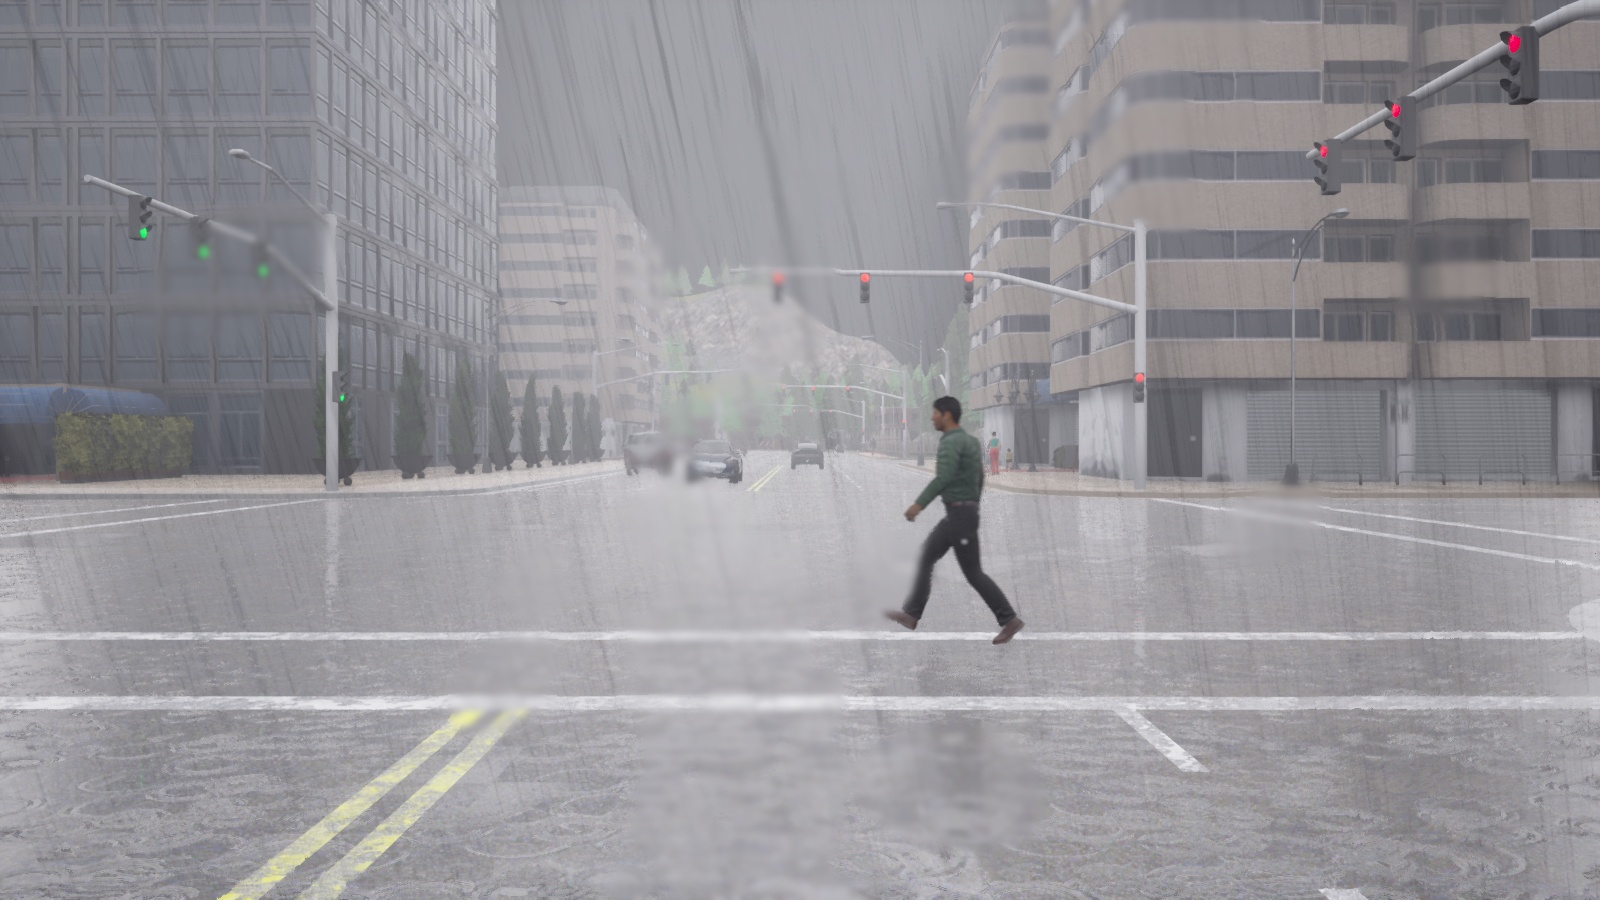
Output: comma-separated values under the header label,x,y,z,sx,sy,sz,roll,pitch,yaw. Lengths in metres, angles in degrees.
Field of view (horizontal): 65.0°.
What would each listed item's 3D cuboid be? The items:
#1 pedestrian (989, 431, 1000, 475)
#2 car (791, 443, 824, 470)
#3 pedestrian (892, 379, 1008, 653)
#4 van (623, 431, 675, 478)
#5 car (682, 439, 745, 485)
label,x,y,z,sx,sy,sz,roll,pitch,yaw
pedestrian,8.175,0.114,52.771,0.345,1.836,0.594,0,0,-3
car,0.432,0.341,72.843,1.837,1.490,4.892,0,0,0
pedestrian,1.108,0.465,9.233,0.788,1.949,0.423,0,0,16
van,-6.665,0.178,55.895,1.775,1.987,4.442,0,0,0
car,-3.212,0.405,47.640,2.033,1.649,4.856,0,0,0
